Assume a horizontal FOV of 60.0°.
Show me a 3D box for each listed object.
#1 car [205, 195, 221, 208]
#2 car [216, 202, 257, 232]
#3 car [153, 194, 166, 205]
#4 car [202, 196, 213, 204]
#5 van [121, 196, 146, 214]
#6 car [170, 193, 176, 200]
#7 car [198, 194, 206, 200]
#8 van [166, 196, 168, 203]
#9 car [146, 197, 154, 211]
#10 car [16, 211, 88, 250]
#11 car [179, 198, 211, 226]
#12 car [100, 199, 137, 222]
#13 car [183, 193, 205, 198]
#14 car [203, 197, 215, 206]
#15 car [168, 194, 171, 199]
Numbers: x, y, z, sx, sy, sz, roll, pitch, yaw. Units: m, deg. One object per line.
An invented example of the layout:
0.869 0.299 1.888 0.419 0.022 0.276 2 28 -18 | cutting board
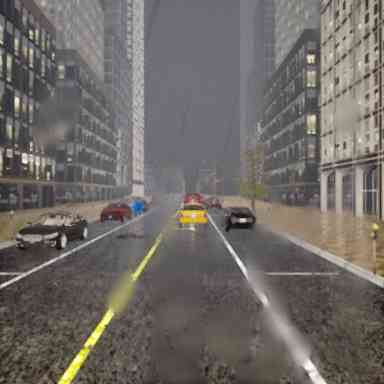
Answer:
2.683 1.348 42.474 1.967 1.590 4.097 0 0 0 | car
2.688 1.526 19.708 1.947 1.339 4.313 0 0 0 | car
-5.700 1.320 53.871 1.967 1.590 4.097 0 0 0 | car
2.678 1.390 59.721 1.752 1.417 4.829 0 0 0 | car
-5.694 1.277 31.103 1.690 1.788 3.998 0 0 0 | van
-5.709 1.316 87.854 1.752 1.417 4.829 0 0 0 | car
2.672 1.230 88.010 1.967 1.590 4.097 0 0 0 | car
-5.701 1.207 59.564 1.690 1.788 3.998 0 0 0 | van
-5.697 1.504 36.796 1.802 1.307 4.206 0 0 0 | car
-5.691 1.523 14.026 2.008 1.369 4.403 0 0 0 | car
0.094 1.411 22.587 1.801 1.575 5.366 0 0 0 | car
-5.694 1.493 25.411 1.887 1.381 4.507 0 0 0 | car
0.091 1.130 41.033 2.150 2.045 5.566 0 0 0 | car
2.680 1.462 53.859 1.802 1.307 4.206 0 0 0 | car
-5.704 1.417 65.256 1.947 1.339 4.313 0 0 0 | car
